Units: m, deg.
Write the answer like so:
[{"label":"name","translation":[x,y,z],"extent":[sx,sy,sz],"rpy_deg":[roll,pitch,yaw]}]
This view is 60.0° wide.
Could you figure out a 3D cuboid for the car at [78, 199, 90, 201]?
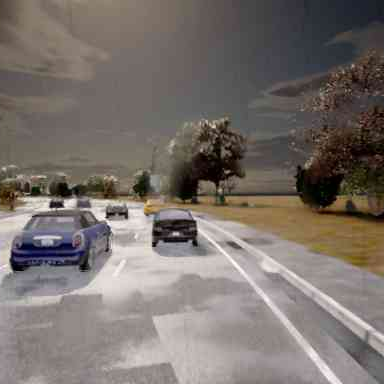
[{"label":"car","translation":[-15.058,1.576,46.344],"extent":[1.895,1.301,4.718],"rpy_deg":[0,0,-19]}]

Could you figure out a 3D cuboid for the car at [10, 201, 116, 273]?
[{"label":"car","translation":[-3.995,1.350,10.939],"extent":[2.097,1.767,4.553],"rpy_deg":[0,0,-4]}]

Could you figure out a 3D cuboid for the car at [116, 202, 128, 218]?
[{"label":"car","translation":[-6.695,1.585,29.804],"extent":[1.895,1.301,4.718],"rpy_deg":[0,0,-12]}]

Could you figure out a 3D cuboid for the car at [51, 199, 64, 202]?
[{"label":"car","translation":[-18.570,1.577,45.793],"extent":[1.895,1.301,4.718],"rpy_deg":[0,0,-19]}]

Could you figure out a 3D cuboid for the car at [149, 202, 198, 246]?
[{"label":"car","translation":[-0.879,1.466,15.290],"extent":[1.882,1.535,5.008],"rpy_deg":[0,0,-6]}]

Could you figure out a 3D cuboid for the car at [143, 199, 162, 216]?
[{"label":"car","translation":[-3.719,1.456,32.461],"extent":[1.882,1.535,5.008],"rpy_deg":[0,0,-12]}]
